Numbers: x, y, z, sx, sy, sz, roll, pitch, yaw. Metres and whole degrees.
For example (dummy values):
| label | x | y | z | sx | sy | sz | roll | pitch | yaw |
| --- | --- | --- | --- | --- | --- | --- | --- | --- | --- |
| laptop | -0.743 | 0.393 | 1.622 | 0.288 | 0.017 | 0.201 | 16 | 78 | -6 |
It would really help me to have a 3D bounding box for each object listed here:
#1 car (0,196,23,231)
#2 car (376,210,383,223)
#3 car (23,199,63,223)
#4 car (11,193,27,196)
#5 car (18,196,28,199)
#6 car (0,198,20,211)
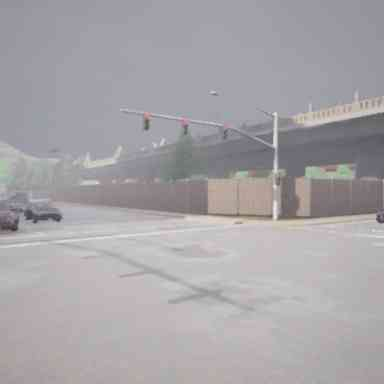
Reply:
| label | x | y | z | sx | sy | sz | roll | pitch | yaw |
| --- | --- | --- | --- | --- | --- | --- | --- | --- | --- |
| car | -11.373 | 1.301 | 19.089 | 2.097 | 1.767 | 4.553 | 0 | 0 | -35 |
| car | 14.567 | 1.469 | 22.962 | 4.181 | 1.385 | 1.994 | 0 | 0 | -34 |
| car | -11.232 | 1.478 | 24.938 | 2.033 | 1.411 | 5.357 | 0 | 0 | -35 |
| car | -29.873 | 1.111 | 57.583 | 2.150 | 2.045 | 5.566 | 0 | 0 | -35 |
| car | -16.861 | 1.415 | 32.869 | 2.128 | 1.511 | 4.902 | 0 | 0 | -35 |
| car | -22.583 | 1.481 | 40.945 | 1.994 | 1.385 | 4.181 | 0 | 0 | -36 |
